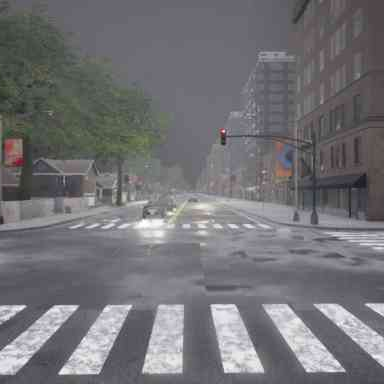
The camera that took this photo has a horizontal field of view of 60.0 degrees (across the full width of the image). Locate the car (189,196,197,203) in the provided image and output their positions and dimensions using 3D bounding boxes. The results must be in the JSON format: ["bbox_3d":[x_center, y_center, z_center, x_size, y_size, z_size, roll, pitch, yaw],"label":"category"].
[{"bbox_3d":[0.209,1.538,70.222,2.128,1.511,4.902,0,0,0],"label":"car"}]

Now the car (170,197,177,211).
[{"bbox_3d":[-3.278,1.367,39.828,2.097,1.767,4.553,0,0,0],"label":"car"}]

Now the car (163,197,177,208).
[{"bbox_3d":[-3.255,1.549,49.785,1.812,1.442,4.674,0,0,0],"label":"car"}]

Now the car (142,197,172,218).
[{"bbox_3d":[-3.297,1.500,30.093,2.128,1.511,4.902,0,0,0],"label":"car"}]
